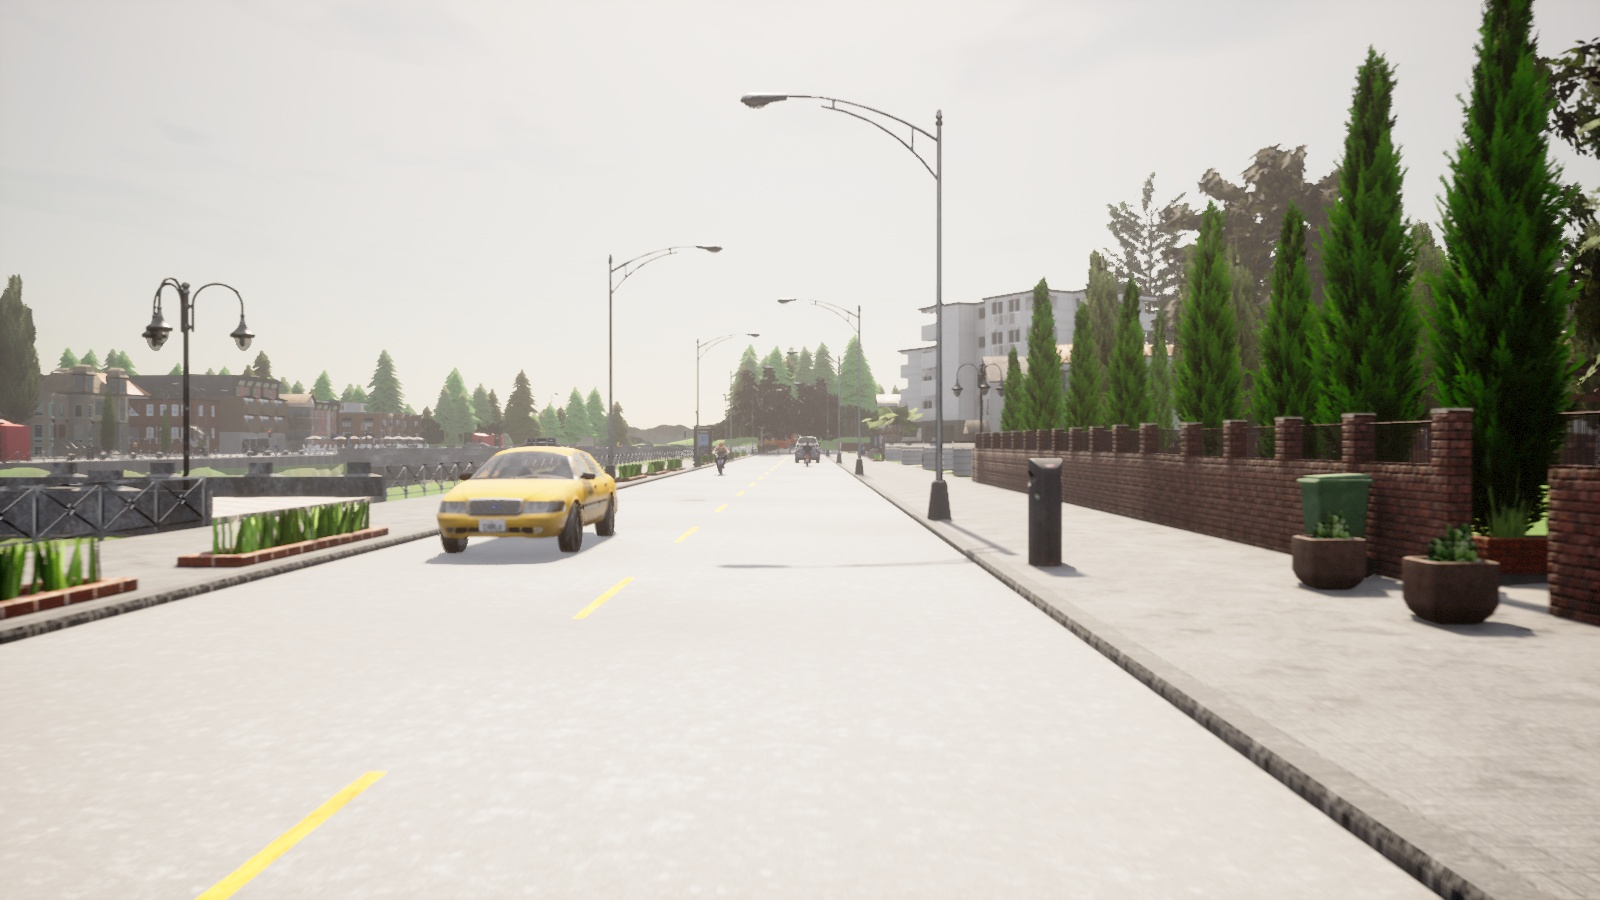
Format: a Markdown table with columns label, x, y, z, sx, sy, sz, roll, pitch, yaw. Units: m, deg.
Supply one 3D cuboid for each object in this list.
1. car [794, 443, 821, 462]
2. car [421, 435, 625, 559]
| label | x | y | z | sx | sy | sz | roll | pitch | yaw |
| --- | --- | --- | --- | --- | --- | --- | --- | --- | --- |
| car | 0.566 | 0.174 | 95.555 | 1.970 | 1.475 | 3.806 | 0 | 0 | 0 |
| car | -3.878 | 0.578 | 18.583 | 1.801 | 1.575 | 5.366 | 0 | 0 | 0 |
